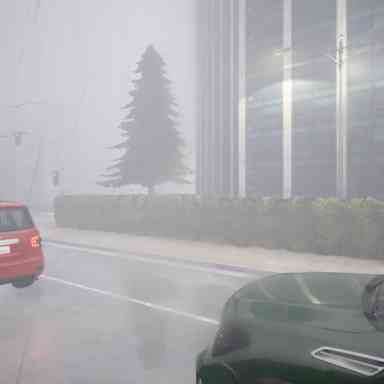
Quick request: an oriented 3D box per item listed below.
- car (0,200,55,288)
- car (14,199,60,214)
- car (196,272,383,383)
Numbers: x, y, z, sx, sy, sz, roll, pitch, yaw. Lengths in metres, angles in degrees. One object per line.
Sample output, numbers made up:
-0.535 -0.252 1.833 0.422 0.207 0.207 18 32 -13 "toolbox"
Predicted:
-5.778 1.221 8.059 5.566 2.045 2.150 0 0 38 "car"
-17.192 1.564 37.063 1.994 1.385 4.181 0 0 36 "car"
2.688 1.221 2.073 5.566 2.045 2.150 0 0 36 "car"
